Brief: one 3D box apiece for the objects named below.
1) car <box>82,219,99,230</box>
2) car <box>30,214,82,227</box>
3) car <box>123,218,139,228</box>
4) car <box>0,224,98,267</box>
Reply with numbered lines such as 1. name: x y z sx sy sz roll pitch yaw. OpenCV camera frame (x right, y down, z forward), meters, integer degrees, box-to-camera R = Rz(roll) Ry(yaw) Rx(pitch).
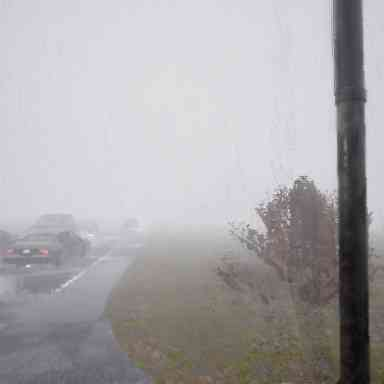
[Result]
1. car: -11.170 3.579 35.388 1.812 1.442 4.674 1 -3 -4
2. car: -10.360 2.652 25.093 2.150 2.045 5.566 1 -4 -4
3. car: -8.386 4.252 45.768 2.033 1.411 5.357 1 -4 -4
4. car: -6.067 2.370 14.653 2.033 1.411 5.357 0 -3 0
